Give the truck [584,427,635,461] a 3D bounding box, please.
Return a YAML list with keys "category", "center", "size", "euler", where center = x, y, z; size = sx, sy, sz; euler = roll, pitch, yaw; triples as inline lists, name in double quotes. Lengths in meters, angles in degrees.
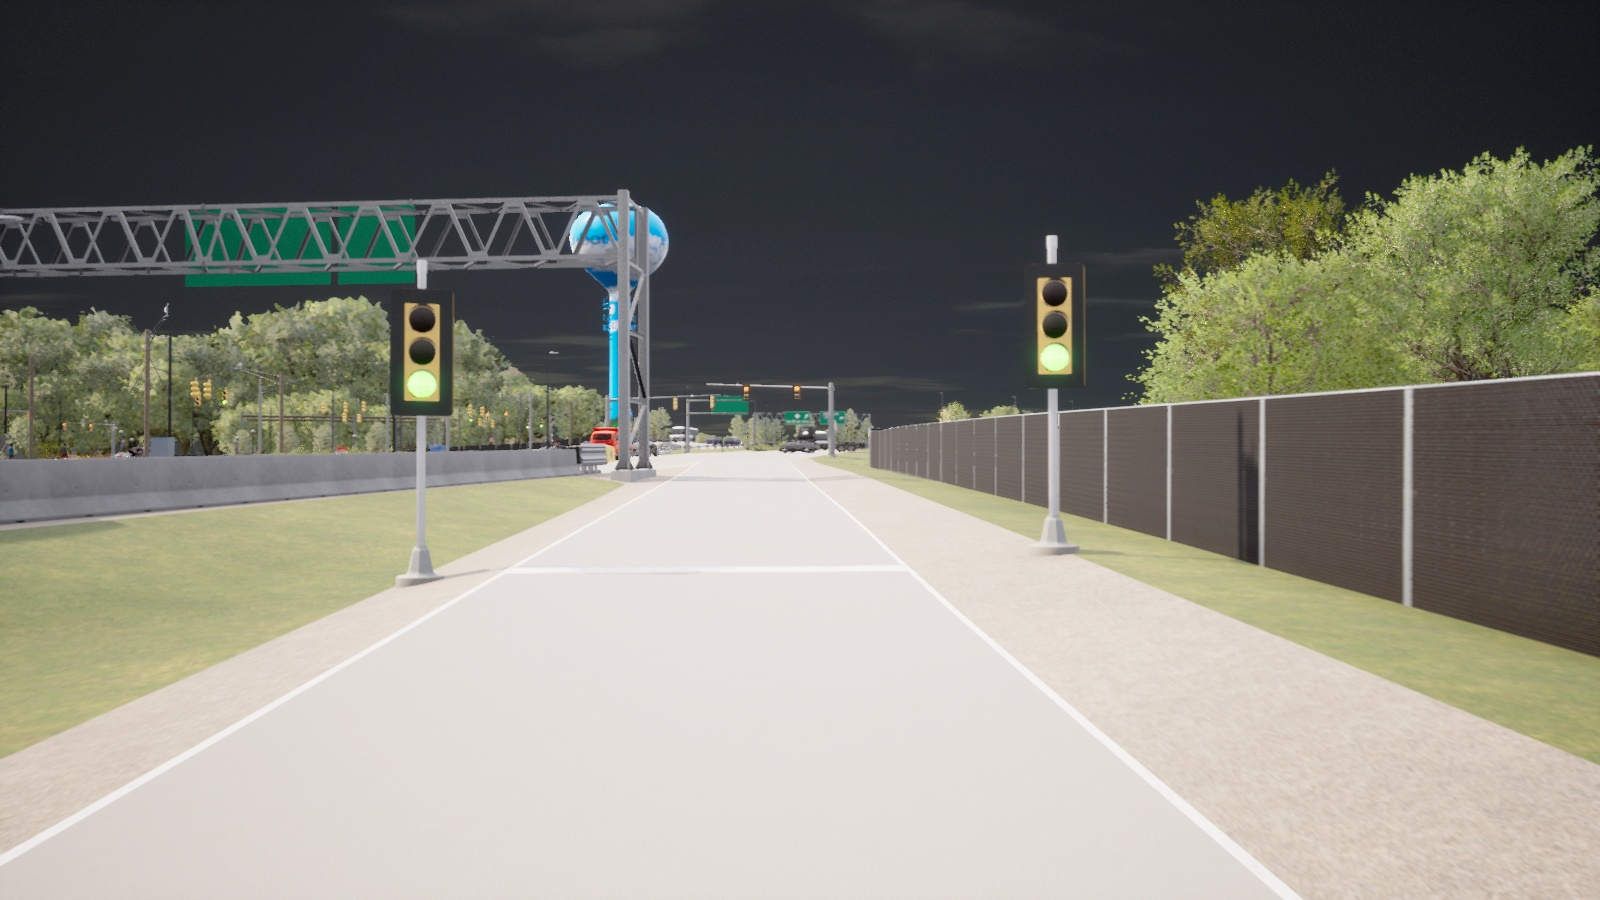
- category: "truck"
  center: [-14.289, -0.470, 94.486]
  size: [2.627, 2.467, 5.204]
  euler: [0, 0, 5]
